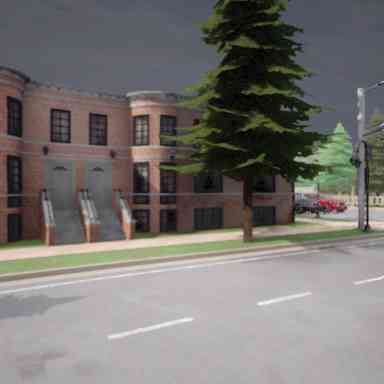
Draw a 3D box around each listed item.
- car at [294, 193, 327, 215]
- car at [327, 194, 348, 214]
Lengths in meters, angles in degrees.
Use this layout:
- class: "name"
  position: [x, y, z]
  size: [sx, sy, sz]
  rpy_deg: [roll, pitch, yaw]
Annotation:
- class: "car"
  position: [9.992, 1.115, 32.637]
  size: [2.150, 2.045, 5.566]
  rpy_deg: [0, 0, -29]
- class: "car"
  position: [13.101, 1.106, 34.214]
  size: [2.150, 2.045, 5.566]
  rpy_deg: [0, 0, -28]
